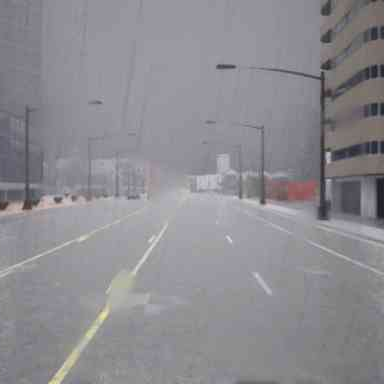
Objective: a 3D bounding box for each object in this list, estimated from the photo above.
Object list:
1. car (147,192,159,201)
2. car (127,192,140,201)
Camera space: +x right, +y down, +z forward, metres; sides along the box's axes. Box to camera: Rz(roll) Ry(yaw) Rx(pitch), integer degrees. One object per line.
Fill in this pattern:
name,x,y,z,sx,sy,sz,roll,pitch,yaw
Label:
car,-7.057,0.794,60.372,1.837,1.490,4.892,0,1,0
car,-10.554,0.796,60.362,1.837,1.490,4.892,0,1,1
